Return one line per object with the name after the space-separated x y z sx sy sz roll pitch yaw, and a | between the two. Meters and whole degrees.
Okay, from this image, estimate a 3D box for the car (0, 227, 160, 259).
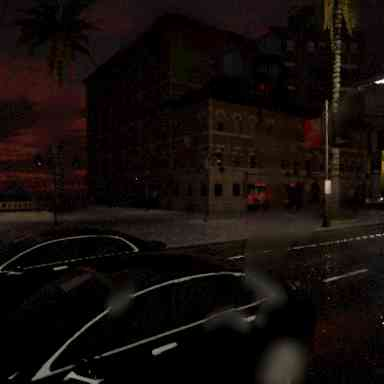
-2.676 1.493 6.349 4.892 1.490 1.837 0 0 -36 | car

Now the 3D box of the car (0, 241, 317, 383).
-0.684 1.498 3.472 4.892 1.490 1.837 0 0 -36 | car
